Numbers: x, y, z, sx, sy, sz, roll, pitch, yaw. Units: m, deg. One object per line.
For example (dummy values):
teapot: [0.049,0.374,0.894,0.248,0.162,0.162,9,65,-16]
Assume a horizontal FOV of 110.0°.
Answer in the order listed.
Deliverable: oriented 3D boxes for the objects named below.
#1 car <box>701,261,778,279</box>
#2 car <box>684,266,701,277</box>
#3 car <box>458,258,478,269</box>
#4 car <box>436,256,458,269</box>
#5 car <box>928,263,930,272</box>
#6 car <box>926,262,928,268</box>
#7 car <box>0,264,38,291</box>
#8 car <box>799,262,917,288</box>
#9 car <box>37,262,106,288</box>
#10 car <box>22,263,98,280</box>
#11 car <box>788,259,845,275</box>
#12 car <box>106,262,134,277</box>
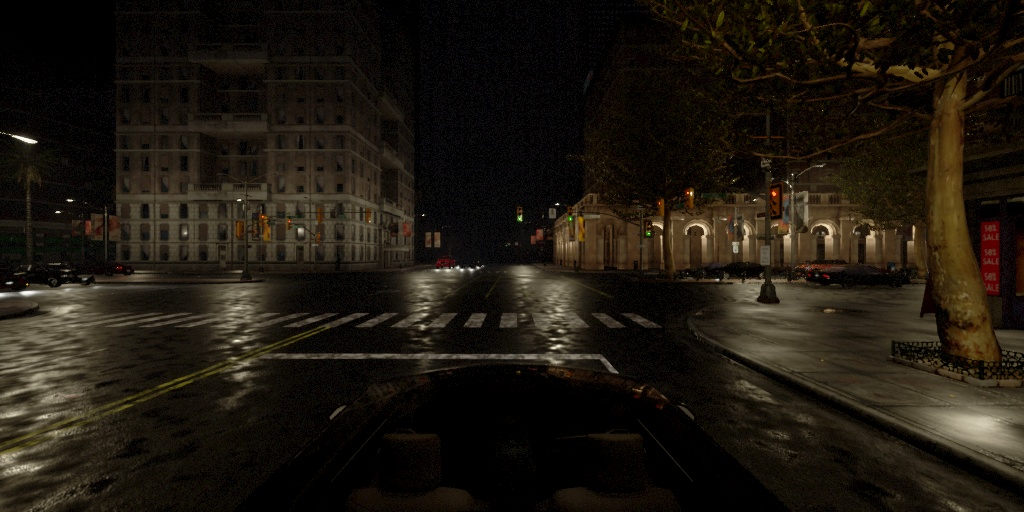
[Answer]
car: [19.698,1.231,31.162,5.008,1.535,1.882,0,0,0]
car: [19.642,1.301,34.662,5.357,1.411,2.033,0,0,1]
car: [-6.952,1.281,57.227,1.812,1.442,4.674,0,0,0]
car: [-10.454,0.977,56.820,2.150,2.045,5.566,0,0,0]
car: [40.273,0.975,30.978,5.566,2.045,2.150,0,0,1]
car: [40.491,1.301,34.481,5.357,1.411,2.033,0,0,1]
car: [-29.798,1.316,19.874,4.181,1.385,1.994,0,0,1]
car: [22.011,1.299,22.918,5.357,1.411,2.033,0,0,0]
car: [-30.240,1.244,23.384,4.902,1.511,2.128,0,0,1]
car: [-39.790,1.317,31.647,4.181,1.385,1.994,0,0,0]
car: [29.931,1.105,34.576,4.553,1.767,2.097,0,0,0]
car: [-39.878,1.279,35.144,4.674,1.442,1.812,0,0,1]
